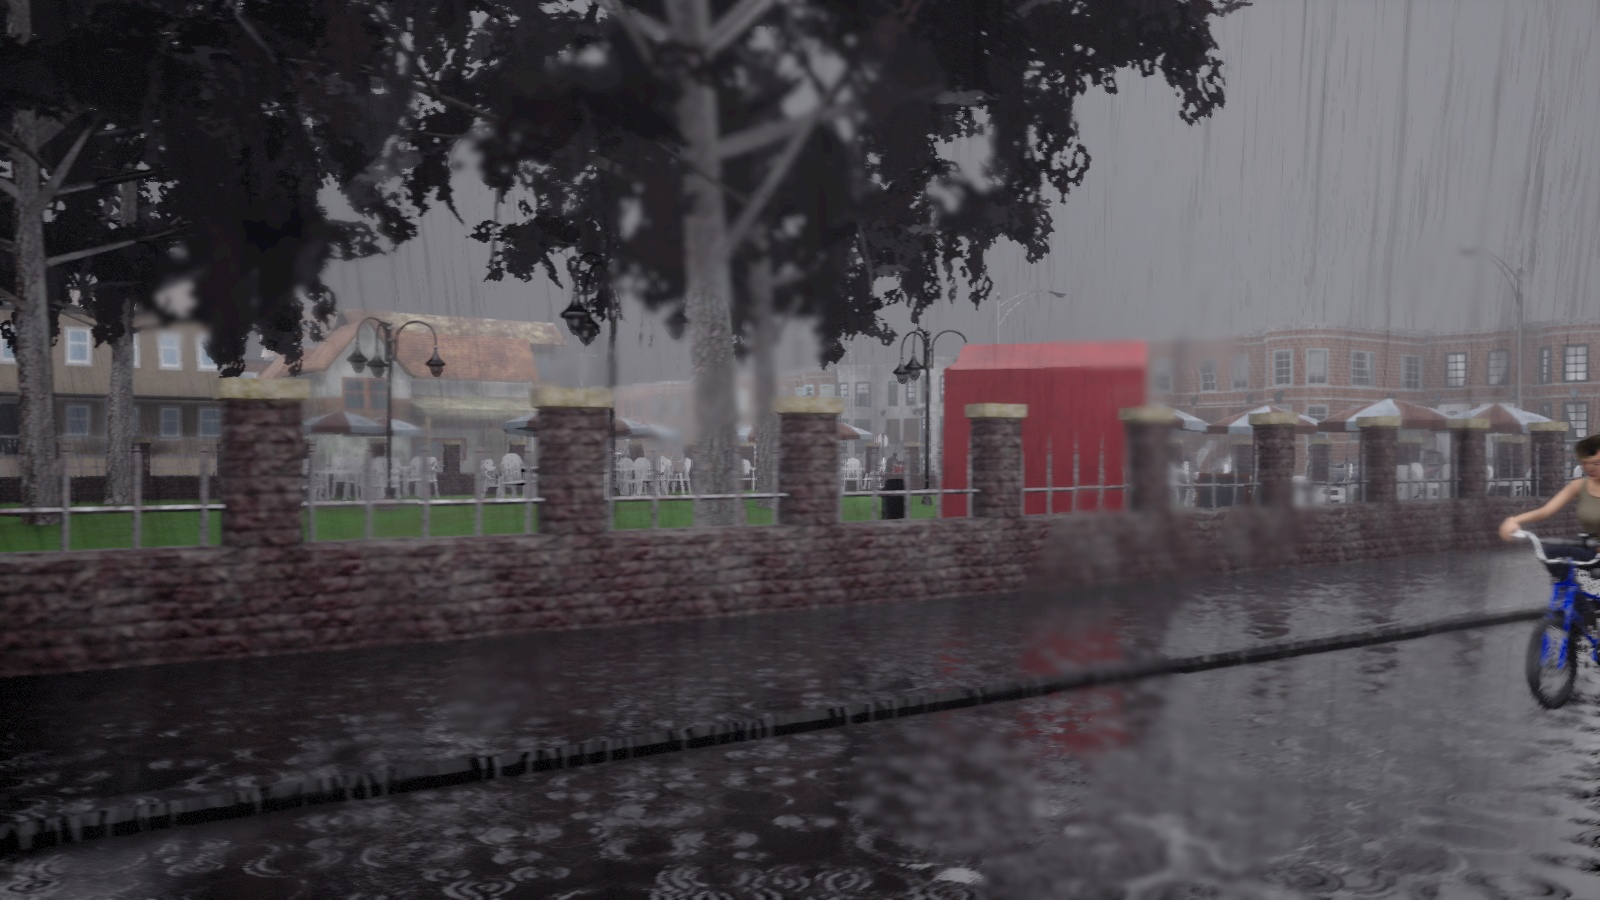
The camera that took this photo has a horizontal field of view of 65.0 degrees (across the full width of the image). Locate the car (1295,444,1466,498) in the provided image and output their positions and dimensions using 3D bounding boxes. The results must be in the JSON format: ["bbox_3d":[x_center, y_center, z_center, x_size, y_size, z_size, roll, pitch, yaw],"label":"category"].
[{"bbox_3d":[19.073,0.650,41.412,2.242,1.667,4.611,0,0,-35],"label":"car"}]

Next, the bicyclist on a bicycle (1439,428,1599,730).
[{"bbox_3d":[4.652,0.690,7.500,1.509,1.612,0.866,0,0,-35],"label":"bicyclist on a bicycle"}]
